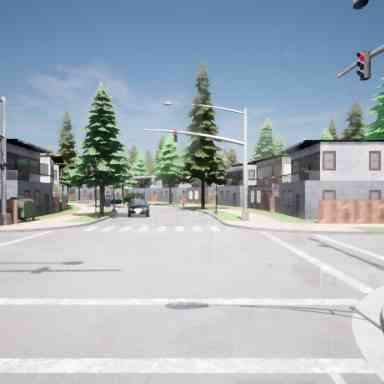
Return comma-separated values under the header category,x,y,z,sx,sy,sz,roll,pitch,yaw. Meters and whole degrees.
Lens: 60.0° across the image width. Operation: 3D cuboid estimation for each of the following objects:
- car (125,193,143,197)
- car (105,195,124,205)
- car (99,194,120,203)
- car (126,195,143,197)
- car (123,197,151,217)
category,x,y,z,sx,sy,sz,roll,pitch,yaw
car,-10.414,1.187,58.481,2.150,2.045,5.566,0,0,-36
car,-13.483,1.566,56.502,1.895,1.301,4.718,0,0,-31
car,-16.533,1.317,66.822,2.097,1.767,4.553,0,0,-45
car,-6.694,1.491,40.452,1.812,1.442,4.674,0,0,-16
car,-4.851,1.457,30.609,2.128,1.511,4.902,0,0,-7
